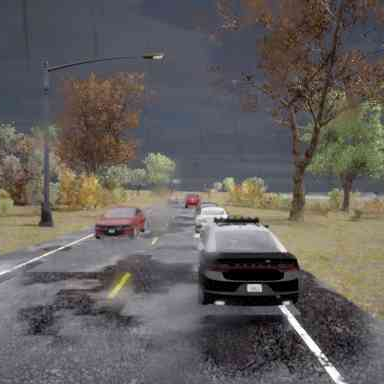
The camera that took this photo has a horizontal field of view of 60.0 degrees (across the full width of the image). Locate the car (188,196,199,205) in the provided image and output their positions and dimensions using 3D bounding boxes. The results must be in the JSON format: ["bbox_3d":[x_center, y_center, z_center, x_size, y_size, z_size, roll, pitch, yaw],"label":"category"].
[{"bbox_3d":[0.230,1.508,59.527,1.812,1.442,4.674,0,0,0],"label":"car"}]

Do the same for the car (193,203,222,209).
[{"bbox_3d":[1.097,1.524,18.111,1.812,1.442,4.674,0,0,0],"label":"car"}]

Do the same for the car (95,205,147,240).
[{"bbox_3d":[-3.555,1.476,17.256,1.882,1.535,5.008,0,0,0],"label":"car"}]

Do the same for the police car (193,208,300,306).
[{"bbox_3d":[1.066,1.425,8.227,1.930,1.638,5.238,0,0,0],"label":"police car"}]

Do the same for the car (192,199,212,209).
[{"bbox_3d":[1.123,1.503,24.110,1.837,1.490,4.892,0,0,0],"label":"car"}]

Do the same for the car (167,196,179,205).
[{"bbox_3d":[-3.359,1.509,57.840,1.812,1.442,4.674,0,0,0],"label":"car"}]

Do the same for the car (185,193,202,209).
[{"bbox_3d":[0.205,1.212,45.325,2.150,2.045,5.566,0,0,1],"label":"car"}]
